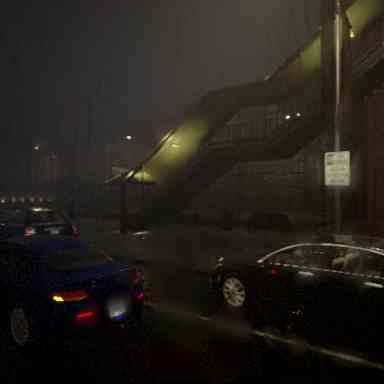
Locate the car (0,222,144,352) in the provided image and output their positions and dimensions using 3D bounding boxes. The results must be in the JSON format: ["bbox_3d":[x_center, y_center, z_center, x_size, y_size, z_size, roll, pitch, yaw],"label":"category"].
[{"bbox_3d":[-2.930,1.526,6.155,4.674,1.442,1.812,0,0,36],"label":"car"}]

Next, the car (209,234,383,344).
[{"bbox_3d":[2.453,1.482,5.824,2.231,1.521,4.892,0,0,-44],"label":"car"}]

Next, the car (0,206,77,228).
[{"bbox_3d":[-6.227,1.354,12.209,4.553,1.767,2.185,0,0,36],"label":"car"}]
